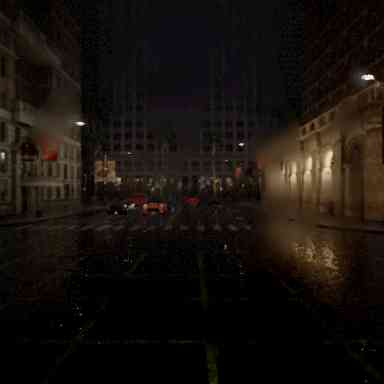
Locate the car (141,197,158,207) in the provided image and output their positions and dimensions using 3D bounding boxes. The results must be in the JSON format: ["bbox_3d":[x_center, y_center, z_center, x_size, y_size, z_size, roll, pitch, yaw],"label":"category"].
[{"bbox_3d":[-6.845,1.550,54.060,2.033,1.411,5.357,0,0,1],"label":"car"}]

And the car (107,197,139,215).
[{"bbox_3d":[-7.090,1.549,33.757,2.033,1.411,5.357,0,0,0],"label":"car"}]

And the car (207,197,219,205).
[{"bbox_3d":[3.685,1.549,56.778,2.033,1.411,5.357,0,0,1],"label":"car"}]

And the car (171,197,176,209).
[{"bbox_3d":[-3.519,1.549,42.297,2.033,1.411,5.357,0,0,1],"label":"car"}]

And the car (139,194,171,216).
[{"bbox_3d":[-3.583,1.354,32.825,2.097,1.767,4.553,0,0,0],"label":"car"}]

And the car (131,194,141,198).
[{"bbox_3d":[-6.991,1.224,43.632,2.150,2.045,5.566,0,0,1],"label":"car"}]

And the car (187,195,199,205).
[{"bbox_3d":[0.184,1.354,56.783,2.097,1.767,4.553,0,0,1],"label":"car"}]
